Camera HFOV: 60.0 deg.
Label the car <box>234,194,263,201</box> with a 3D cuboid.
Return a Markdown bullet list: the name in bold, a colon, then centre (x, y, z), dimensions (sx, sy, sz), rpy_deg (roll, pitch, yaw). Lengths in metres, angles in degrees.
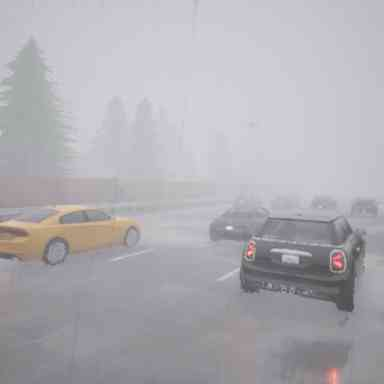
- **car**: centre (5.766, 0.887, 33.601), dimensions (1.994, 1.385, 4.181), rpy_deg (2, 2, 30)

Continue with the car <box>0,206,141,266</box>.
- **car**: centre (-3.671, 1.166, 10.567), dimensions (1.882, 1.535, 5.008), rpy_deg (2, 2, 30)

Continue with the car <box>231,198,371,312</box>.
- **car**: centre (2.857, 1.210, 7.859), dimensions (2.097, 1.767, 4.553), rpy_deg (2, 1, 30)

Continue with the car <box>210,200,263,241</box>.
- **car**: centre (2.408, 1.276, 14.024), dimensions (1.994, 1.385, 4.181), rpy_deg (2, 2, 30)

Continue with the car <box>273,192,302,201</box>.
- **car**: centre (9.272, 0.967, 32.662), dimensions (1.994, 1.385, 4.181), rpy_deg (2, 2, 30)

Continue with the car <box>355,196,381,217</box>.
- **car**: centre (14.185, 1.116, 27.203), dimensions (1.837, 1.490, 4.892), rpy_deg (2, 2, 30)

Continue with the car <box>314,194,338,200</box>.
- **car**: centre (12.413, 0.997, 31.099), dimensions (1.837, 1.490, 4.892), rpy_deg (2, 2, 30)
